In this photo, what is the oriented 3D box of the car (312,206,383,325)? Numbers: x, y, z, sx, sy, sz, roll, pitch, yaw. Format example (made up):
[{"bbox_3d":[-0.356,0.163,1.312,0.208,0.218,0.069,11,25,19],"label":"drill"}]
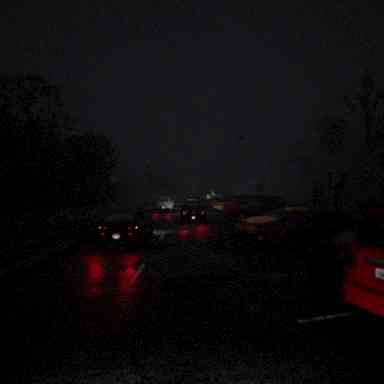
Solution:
[{"bbox_3d":[5.101,1.239,5.376,5.566,2.045,2.435,1,0,-20],"label":"car"}]

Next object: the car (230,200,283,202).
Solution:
[{"bbox_3d":[5.099,1.461,20.302,4.792,1.488,2.163,1,0,-20],"label":"car"}]

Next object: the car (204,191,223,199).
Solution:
[{"bbox_3d":[5.087,1.023,53.096,4.892,1.521,2.231,1,1,-20],"label":"car"}]

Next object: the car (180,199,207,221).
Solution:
[{"bbox_3d":[0.104,1.488,25.686,1.895,1.301,4.718,0,1,0],"label":"car"}]

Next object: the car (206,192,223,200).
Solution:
[{"bbox_3d":[4.903,1.163,41.108,5.366,1.575,1.946,1,1,-20],"label":"car"}]

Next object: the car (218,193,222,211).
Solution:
[{"bbox_3d":[5.047,1.210,29.232,4.553,1.767,2.185,1,1,-20],"label":"car"}]

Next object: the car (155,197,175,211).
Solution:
[{"bbox_3d":[-2.895,1.278,35.876,1.812,1.442,4.674,0,1,0],"label":"car"}]

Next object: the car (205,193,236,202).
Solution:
[{"bbox_3d":[5.084,0.962,59.062,5.008,1.535,2.097,1,1,-20],"label":"car"}]

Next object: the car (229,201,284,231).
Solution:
[{"bbox_3d":[4.901,1.445,17.232,5.366,1.575,1.946,1,1,-20],"label":"car"}]

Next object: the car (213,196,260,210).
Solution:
[{"bbox_3d":[5.102,1.241,38.204,4.792,1.488,2.163,1,1,-20],"label":"car"}]

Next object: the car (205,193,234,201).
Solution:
[{"bbox_3d":[5.072,0.938,62.047,4.892,1.521,2.231,1,0,-20],"label":"car"}]

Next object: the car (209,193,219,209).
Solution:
[{"bbox_3d":[4.901,1.250,35.142,5.366,1.575,1.946,1,1,-20],"label":"car"}]

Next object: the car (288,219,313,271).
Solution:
[{"bbox_3d":[5.068,1.525,8.348,4.674,1.452,2.002,1,0,-20],"label":"car"}]

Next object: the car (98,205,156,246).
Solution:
[{"bbox_3d":[-2.898,1.498,15.016,1.812,1.442,4.674,0,0,0],"label":"car"}]

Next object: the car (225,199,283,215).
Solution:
[{"bbox_3d":[5.068,1.442,23.274,4.674,1.452,2.002,1,0,-20],"label":"car"}]

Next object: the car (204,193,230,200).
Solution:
[{"bbox_3d":[5.105,0.918,68.025,4.792,1.488,2.163,1,0,-20],"label":"car"}]

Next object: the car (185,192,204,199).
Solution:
[{"bbox_3d":[0.106,1.146,42.718,2.128,1.511,4.902,0,1,0],"label":"car"}]

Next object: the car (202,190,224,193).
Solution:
[{"bbox_3d":[5.107,0.739,56.095,5.566,2.045,2.435,1,0,-20],"label":"car"}]

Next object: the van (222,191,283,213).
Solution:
[{"bbox_3d":[4.969,1.147,26.203,4.442,1.987,1.878,1,1,-20],"label":"van"}]

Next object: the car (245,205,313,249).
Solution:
[{"bbox_3d":[5.045,1.496,14.305,4.792,1.488,2.163,1,1,-20],"label":"car"}]

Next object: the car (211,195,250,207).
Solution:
[{"bbox_3d":[5.072,1.168,44.157,4.674,1.452,2.002,1,1,-20],"label":"car"}]
